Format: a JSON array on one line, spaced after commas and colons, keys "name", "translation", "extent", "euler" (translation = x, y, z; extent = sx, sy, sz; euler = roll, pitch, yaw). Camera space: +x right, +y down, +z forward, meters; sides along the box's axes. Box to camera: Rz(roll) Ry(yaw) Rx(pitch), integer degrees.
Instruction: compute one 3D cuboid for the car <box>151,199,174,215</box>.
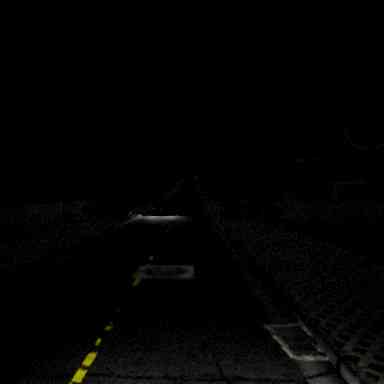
[{"name": "car", "translation": [-2.887, 1.478, 33.224], "extent": [1.837, 1.490, 4.892], "euler": [0, 0, 0]}]
